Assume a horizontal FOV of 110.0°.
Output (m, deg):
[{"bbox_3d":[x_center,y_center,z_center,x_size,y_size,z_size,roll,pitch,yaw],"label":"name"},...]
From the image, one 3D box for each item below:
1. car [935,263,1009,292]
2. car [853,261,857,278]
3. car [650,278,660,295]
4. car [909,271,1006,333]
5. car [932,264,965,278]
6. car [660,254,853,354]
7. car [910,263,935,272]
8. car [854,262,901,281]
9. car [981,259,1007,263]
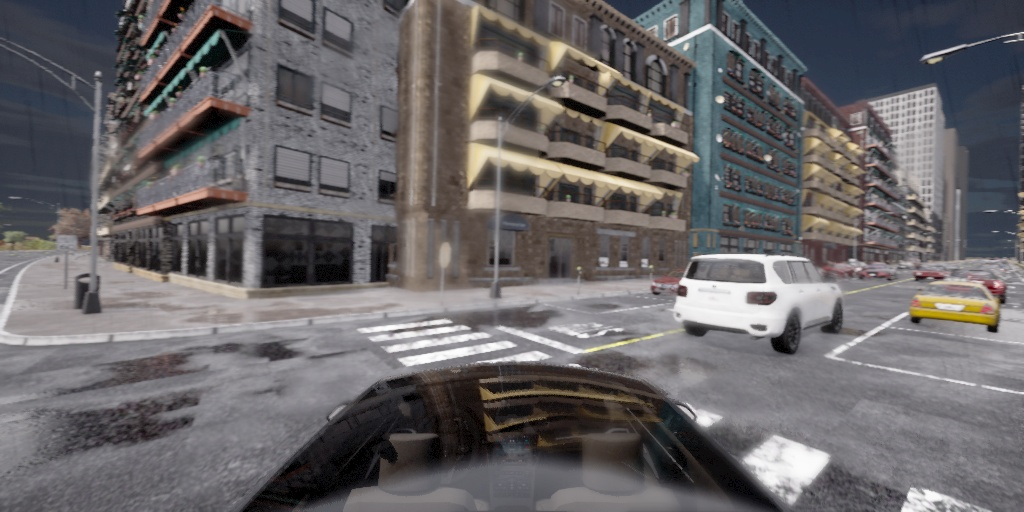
[{"bbox_3d":[22.513,1.313,17.496,4.097,1.591,1.967,0,0,-36],"label":"car"},{"bbox_3d":[30.979,1.363,34.023,4.507,1.381,1.888,0,0,-36],"label":"car"},{"bbox_3d":[8.579,1.291,17.721,4.207,1.307,1.802,0,0,-36],"label":"car"},{"bbox_3d":[13.690,1.353,11.076,4.829,1.417,1.751,0,0,-36],"label":"car"},{"bbox_3d":[46.600,1.555,38.250,4.718,1.301,1.895,0,1,-36],"label":"car"},{"bbox_3d":[6.376,0.982,9.063,5.566,2.045,2.150,0,1,-36],"label":"car"},{"bbox_3d":[35.520,1.506,30.181,4.718,1.301,1.895,0,1,-36],"label":"car"},{"bbox_3d":[32.272,1.419,31.635,4.181,1.385,1.994,0,1,-36],"label":"car"},{"bbox_3d":[49.392,1.436,37.058,4.097,1.591,1.967,0,0,-36],"label":"car"}]
